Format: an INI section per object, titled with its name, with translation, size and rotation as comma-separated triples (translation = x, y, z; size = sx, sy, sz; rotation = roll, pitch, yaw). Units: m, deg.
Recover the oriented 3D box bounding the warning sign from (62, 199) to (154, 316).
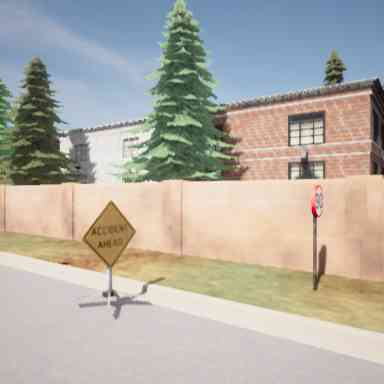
[warning sign]
translation = -1.551, 1.088, 6.266
size = 1.060, 1.860, 1.300
rotation = 0, 0, 36
